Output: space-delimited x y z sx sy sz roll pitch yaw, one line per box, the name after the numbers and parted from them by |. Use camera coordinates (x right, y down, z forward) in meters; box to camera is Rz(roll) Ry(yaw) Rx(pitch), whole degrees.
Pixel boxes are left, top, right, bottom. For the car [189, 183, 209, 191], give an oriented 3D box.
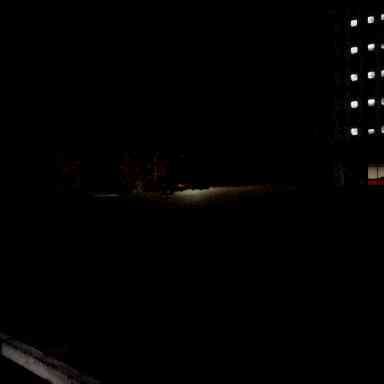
1.538 -0.967 62.228 1.895 1.301 4.718 0 2 29 | car

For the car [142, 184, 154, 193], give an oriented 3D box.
-6.020 -0.586 55.419 2.033 1.411 5.357 0 2 30 | car

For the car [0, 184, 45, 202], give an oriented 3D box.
-20.076 0.064 38.892 2.150 2.045 5.566 0 2 32 | car

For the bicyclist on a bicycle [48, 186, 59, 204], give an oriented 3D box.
-12.661 0.250 30.264 1.656 1.620 0.582 -1 2 33 | bicyclist on a bicycle

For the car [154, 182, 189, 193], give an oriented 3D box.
-3.241 -0.593 53.731 2.033 1.411 5.357 0 2 30 | car

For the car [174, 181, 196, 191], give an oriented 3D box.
-1.339 -1.202 63.743 2.097 1.767 4.553 0 2 29 | car

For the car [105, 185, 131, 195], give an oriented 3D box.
-11.626 -0.361 52.559 1.812 1.442 4.674 0 3 31 | car
